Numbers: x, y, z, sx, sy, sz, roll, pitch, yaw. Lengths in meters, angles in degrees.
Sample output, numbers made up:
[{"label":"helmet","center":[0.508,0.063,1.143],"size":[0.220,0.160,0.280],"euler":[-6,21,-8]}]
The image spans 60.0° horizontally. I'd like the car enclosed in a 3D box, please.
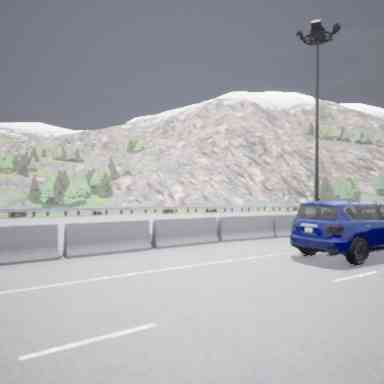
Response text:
[{"label":"car","center":[6.098,1.347,12.247],"size":[5.566,2.045,2.150],"euler":[0,0,-31]}]
